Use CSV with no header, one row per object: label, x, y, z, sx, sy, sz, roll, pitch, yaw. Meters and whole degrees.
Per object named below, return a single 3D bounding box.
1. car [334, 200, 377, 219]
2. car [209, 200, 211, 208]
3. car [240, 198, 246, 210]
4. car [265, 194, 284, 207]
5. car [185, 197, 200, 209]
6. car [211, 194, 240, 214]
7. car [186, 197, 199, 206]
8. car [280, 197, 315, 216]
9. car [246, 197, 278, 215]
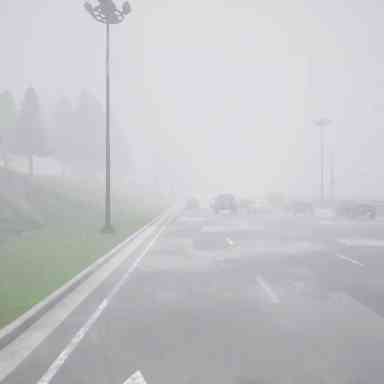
car,14.059,1.502,28.916,1.837,1.490,4.892,0,-1,0
car,3.488,1.526,46.030,1.812,1.442,4.674,0,0,0
car,7.026,1.478,44.000,1.882,1.535,5.008,0,0,0
car,10.524,1.221,43.355,2.150,2.045,5.566,0,0,0
car,0.046,1.547,44.306,2.033,1.411,5.357,0,0,0
car,3.501,1.221,35.630,2.150,2.045,5.566,0,0,1
car,0.026,1.547,54.982,2.033,1.411,5.357,0,0,-3
car,10.551,1.505,32.893,1.837,1.490,4.892,0,0,0
car,7.046,1.526,33.979,1.812,1.442,4.674,0,0,0
